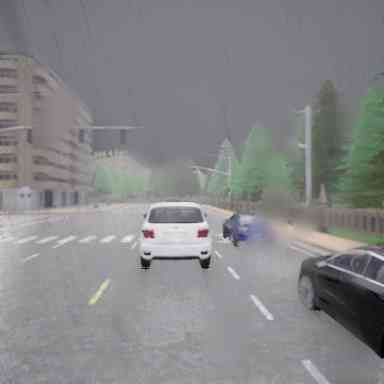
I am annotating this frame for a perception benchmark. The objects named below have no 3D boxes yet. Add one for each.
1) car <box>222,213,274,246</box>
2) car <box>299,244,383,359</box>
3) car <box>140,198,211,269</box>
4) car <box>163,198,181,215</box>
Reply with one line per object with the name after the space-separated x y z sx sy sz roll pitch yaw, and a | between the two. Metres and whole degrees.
2.636 1.726 16.243 1.812 1.442 4.674 0 -1 -3 | car
3.193 1.549 5.075 2.128 1.511 4.902 0 -1 -2 | car
-0.599 1.376 11.996 2.150 2.045 5.566 0 -1 -3 | car
-2.531 1.772 42.745 2.150 2.045 5.566 0 0 -4 | car
